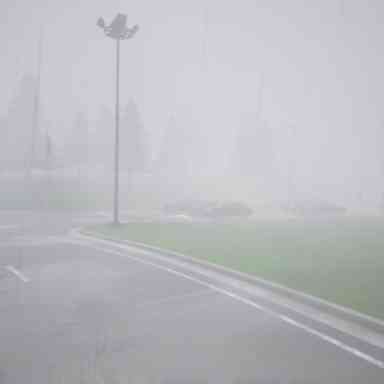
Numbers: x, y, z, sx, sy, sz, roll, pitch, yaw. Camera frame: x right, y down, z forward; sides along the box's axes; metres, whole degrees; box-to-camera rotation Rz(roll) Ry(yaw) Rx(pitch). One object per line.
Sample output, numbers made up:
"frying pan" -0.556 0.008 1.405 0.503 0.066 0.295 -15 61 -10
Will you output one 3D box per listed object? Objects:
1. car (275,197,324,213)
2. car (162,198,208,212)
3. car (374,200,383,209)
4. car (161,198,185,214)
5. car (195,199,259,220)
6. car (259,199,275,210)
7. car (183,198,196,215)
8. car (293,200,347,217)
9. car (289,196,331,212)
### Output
"car" 11.739 1.431 35.852 4.553 1.767 2.097 1 0 -23
"car" -0.775 1.429 38.055 4.892 1.490 1.837 1 0 -23
"car" 28.526 1.611 46.887 4.553 1.767 2.097 1 0 -23
"car" -0.763 1.421 34.250 4.902 1.511 2.128 0 0 -23
"car" 2.994 1.512 28.251 4.674 1.442 1.812 1 0 -23
"car" 11.067 1.604 43.179 5.357 1.411 2.033 1 0 -23
"car" 1.685 1.529 31.497 4.181 1.385 1.994 1 0 -23
"car" 12.633 1.696 32.431 4.718 1.301 1.895 1 0 -23
"car" 14.496 1.453 40.854 4.553 1.767 2.097 1 0 -23
